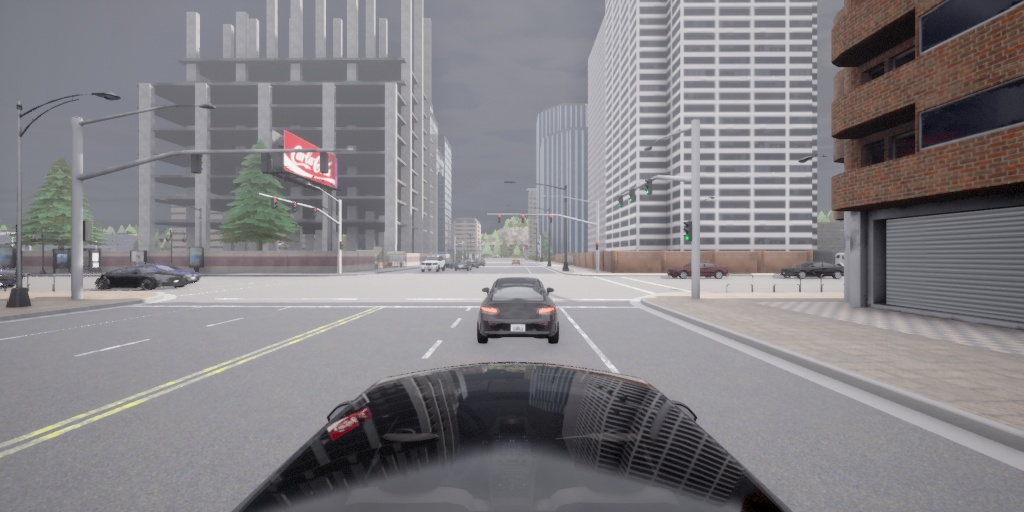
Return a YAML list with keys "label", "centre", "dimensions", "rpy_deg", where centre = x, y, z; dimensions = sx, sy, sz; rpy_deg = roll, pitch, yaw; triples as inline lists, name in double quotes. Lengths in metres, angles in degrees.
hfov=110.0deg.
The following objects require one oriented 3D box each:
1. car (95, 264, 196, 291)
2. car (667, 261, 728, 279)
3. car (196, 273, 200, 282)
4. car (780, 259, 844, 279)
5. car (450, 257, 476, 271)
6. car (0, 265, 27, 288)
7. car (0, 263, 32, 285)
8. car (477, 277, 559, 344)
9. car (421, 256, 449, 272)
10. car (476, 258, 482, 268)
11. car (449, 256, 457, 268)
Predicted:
- label: "car"
  centre: [-21.936, 1.312, 21.360]
  dimensions: [4.181, 1.385, 1.994]
  rpy_deg: [0, 0, 2]
- label: "car"
  centre: [16.460, 1.226, 31.905]
  dimensions: [5.008, 1.535, 1.882]
  rpy_deg: [0, 0, 0]
- label: "car"
  centre: [-24.538, 1.275, 24.971]
  dimensions: [4.674, 1.442, 1.812]
  rpy_deg: [0, 0, 0]
- label: "car"
  centre: [26.653, 1.226, 31.828]
  dimensions: [5.008, 1.535, 1.882]
  rpy_deg: [0, 0, 0]
- label: "car"
  centre: [-6.565, 1.239, 48.554]
  dimensions: [2.128, 1.511, 4.902]
  rpy_deg: [0, 0, 1]
- label: "car"
  centre: [-32.874, 1.100, 21.526]
  dimensions: [4.553, 1.767, 2.097]
  rpy_deg: [0, 0, 0]
- label: "car"
  centre: [-37.221, 1.255, 25.056]
  dimensions: [4.892, 1.490, 1.837]
  rpy_deg: [0, 0, 0]
- label: "car"
  centre: [0.157, 1.275, 9.484]
  dimensions: [1.812, 1.442, 4.674]
  rpy_deg: [0, 0, 1]
- label: "car"
  centre: [-10.084, 0.969, 46.199]
  dimensions: [2.150, 2.045, 5.566]
  rpy_deg: [0, 0, 1]
- label: "car"
  centre: [-6.444, 1.311, 58.524]
  dimensions: [1.994, 1.385, 4.181]
  rpy_deg: [0, 0, 0]
- label: "car"
  centre: [-9.970, 1.099, 55.669]
  dimensions: [2.097, 1.767, 4.553]
  rpy_deg: [0, 0, 1]
